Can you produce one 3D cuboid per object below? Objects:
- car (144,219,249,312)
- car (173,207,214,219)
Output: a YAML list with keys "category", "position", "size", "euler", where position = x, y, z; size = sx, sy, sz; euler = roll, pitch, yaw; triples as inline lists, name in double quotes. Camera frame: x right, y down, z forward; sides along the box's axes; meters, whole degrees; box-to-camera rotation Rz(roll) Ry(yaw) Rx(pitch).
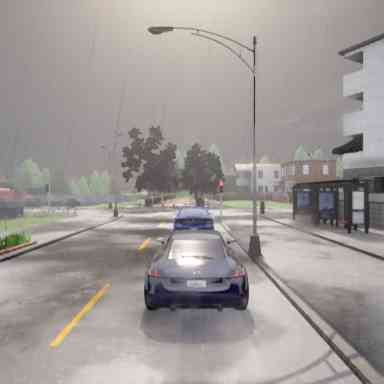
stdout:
- category: "car"
  position: [0.089, 1.562, 7.787]
  size: [1.994, 1.385, 4.181]
  euler: [0, 0, 0]
- category: "car"
  position: [0.079, 1.474, 16.769]
  size: [1.882, 1.535, 5.008]
  euler: [0, 0, 0]
